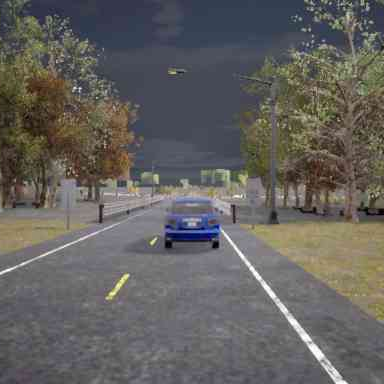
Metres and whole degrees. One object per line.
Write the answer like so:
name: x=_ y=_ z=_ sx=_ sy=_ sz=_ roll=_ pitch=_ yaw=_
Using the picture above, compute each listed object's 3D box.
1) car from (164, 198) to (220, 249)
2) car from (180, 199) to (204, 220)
car: x=0.000 y=1.254 z=14.680 sx=2.150 sy=2.045 sz=5.566 roll=0 pitch=0 yaw=0
car: x=0.000 y=1.480 z=29.650 sx=1.882 sy=1.535 sz=5.008 roll=0 pitch=0 yaw=0
